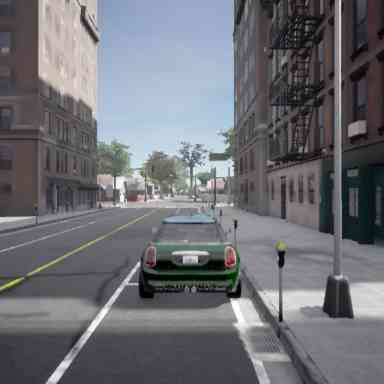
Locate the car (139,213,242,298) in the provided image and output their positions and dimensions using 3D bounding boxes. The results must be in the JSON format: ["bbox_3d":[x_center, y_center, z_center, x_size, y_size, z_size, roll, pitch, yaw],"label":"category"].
[{"bbox_3d":[-0.033,1.343,8.620,2.097,1.767,4.553,0,0,0],"label":"car"}]
